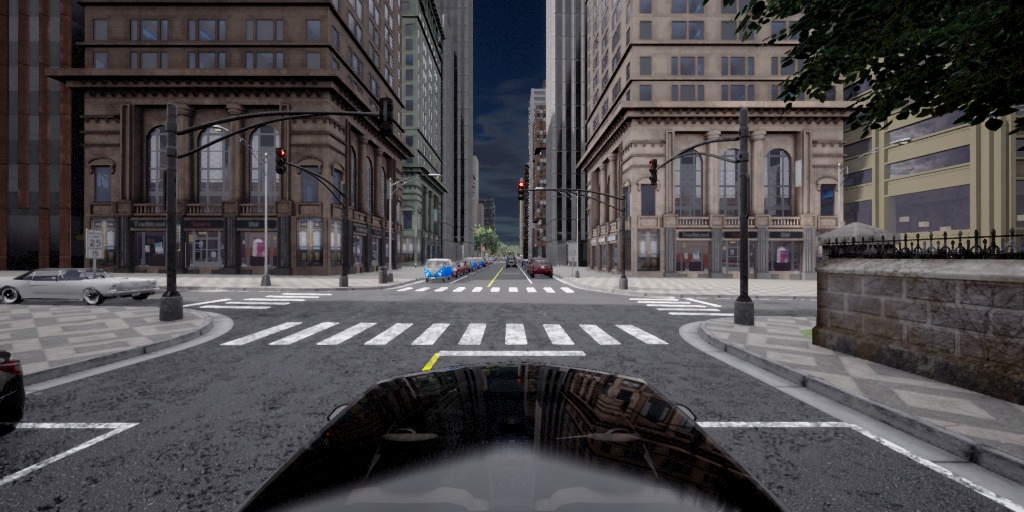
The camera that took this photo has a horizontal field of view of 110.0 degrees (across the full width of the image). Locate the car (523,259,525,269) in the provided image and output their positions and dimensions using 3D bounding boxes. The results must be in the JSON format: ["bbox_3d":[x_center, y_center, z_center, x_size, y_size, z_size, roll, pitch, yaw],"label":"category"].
[{"bbox_3d":[2.691,1.092,39.350,2.192,1.841,5.009,0,0,0],"label":"car"}]

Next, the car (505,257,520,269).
[{"bbox_3d":[-0.058,1.312,59.099,1.837,1.490,4.892,0,0,1],"label":"car"}]

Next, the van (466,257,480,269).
[{"bbox_3d":[-5.855,1.134,50.207,1.690,1.789,3.998,0,0,0],"label":"van"}]

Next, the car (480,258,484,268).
[{"bbox_3d":[-5.866,1.347,55.649,1.888,1.381,4.507,0,0,0],"label":"car"}]

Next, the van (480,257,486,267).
[{"bbox_3d":[-5.876,1.151,61.090,1.690,1.789,3.998,0,0,0],"label":"van"}]

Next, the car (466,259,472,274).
[{"bbox_3d":[-5.834,1.322,39.324,1.888,1.381,4.507,0,0,0],"label":"car"}]

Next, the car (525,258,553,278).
[{"bbox_3d":[2.701,1.085,33.909,2.192,1.841,5.009,0,0,0],"label":"car"}]

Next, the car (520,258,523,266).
[{"bbox_3d":[2.660,1.352,55.672,2.007,1.370,4.403,0,0,0],"label":"car"}]

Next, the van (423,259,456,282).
[{"bbox_3d":[-5.814,1.105,28.443,1.690,1.789,3.998,0,0,0],"label":"van"}]

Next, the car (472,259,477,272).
[{"bbox_3d":[-5.845,1.351,44.766,1.948,1.339,4.313,0,0,0],"label":"car"}]

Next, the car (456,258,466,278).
[{"bbox_3d":[-5.824,1.210,33.884,1.967,1.591,4.097,0,0,0],"label":"car"}]

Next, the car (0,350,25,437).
[{"bbox_3d":[-5.762,1.316,1.786,1.948,1.339,4.313,0,0,0],"label":"car"}]

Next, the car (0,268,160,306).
[{"bbox_3d":[-16.564,1.119,13.688,4.718,1.301,1.895,1,0,0],"label":"car"}]
